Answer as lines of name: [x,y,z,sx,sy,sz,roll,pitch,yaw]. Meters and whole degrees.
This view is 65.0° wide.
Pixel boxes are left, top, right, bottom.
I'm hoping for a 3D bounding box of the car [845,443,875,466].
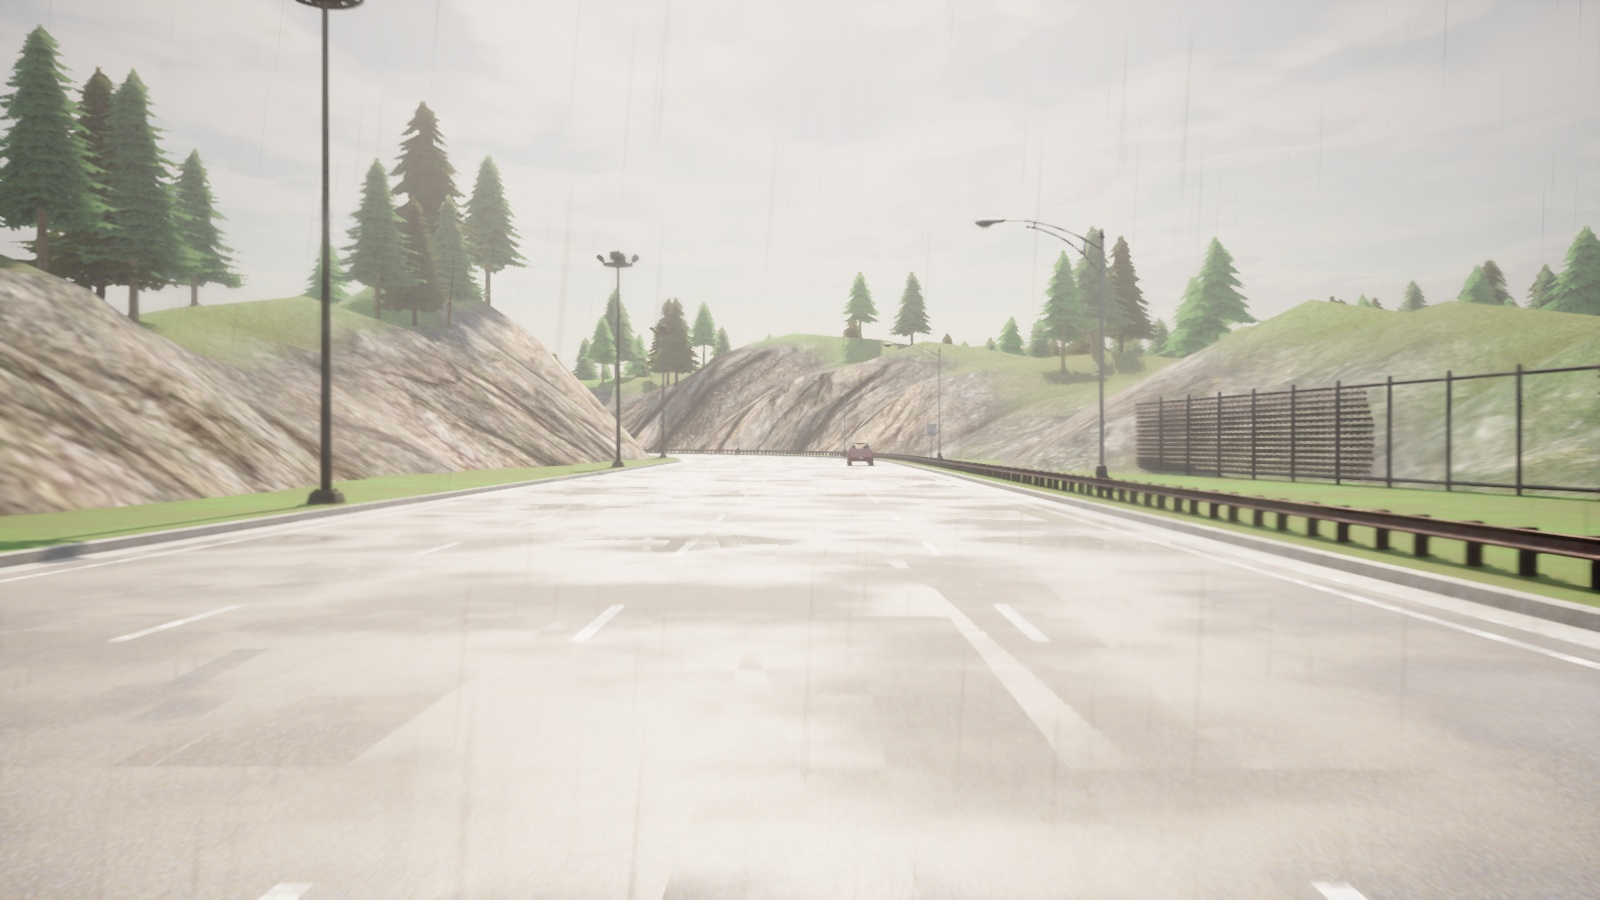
car: [3.940,0.301,82.918,1.845,1.501,3.633,0,0,0]
